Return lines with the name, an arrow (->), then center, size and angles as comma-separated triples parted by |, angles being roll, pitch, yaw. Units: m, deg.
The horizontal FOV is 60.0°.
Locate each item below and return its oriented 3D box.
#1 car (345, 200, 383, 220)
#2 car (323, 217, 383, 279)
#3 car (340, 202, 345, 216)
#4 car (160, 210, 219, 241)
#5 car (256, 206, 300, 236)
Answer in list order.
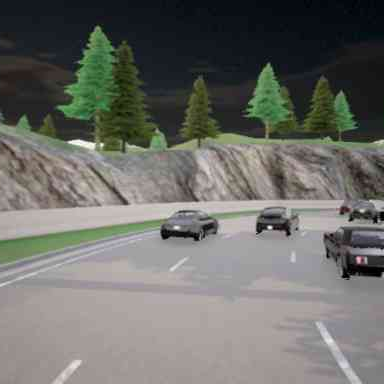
car -> 14.652, 1.556, 27.590 | 2.097, 1.767, 4.553 | 1, 0, 40
car -> 5.162, 1.674, 9.950 | 1.895, 1.301, 4.718 | 1, 0, 14
car -> 17.605, 1.602, 35.281 | 4.553, 1.767, 2.097 | 1, 0, -41
car -> 0.000, 1.599, 17.000 | 1.994, 1.385, 4.181 | 0, 0, 20
car -> 5.069, 1.596, 19.405 | 1.837, 1.490, 4.892 | 0, 0, 25
